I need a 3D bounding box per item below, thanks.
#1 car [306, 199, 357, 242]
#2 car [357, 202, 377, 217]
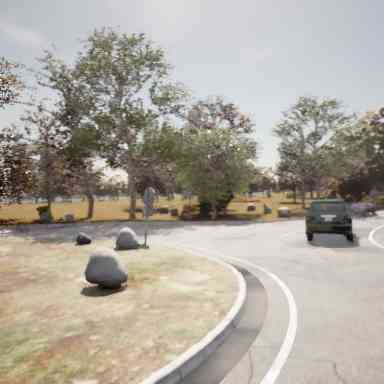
[{"bbox_3d":[7.472,1.418,17.974,2.150,2.045,5.566,-1,-1,24],"label":"car"},{"bbox_3d":[17.727,1.750,34.777,4.674,1.442,1.812,-3,-1,-44],"label":"car"}]
